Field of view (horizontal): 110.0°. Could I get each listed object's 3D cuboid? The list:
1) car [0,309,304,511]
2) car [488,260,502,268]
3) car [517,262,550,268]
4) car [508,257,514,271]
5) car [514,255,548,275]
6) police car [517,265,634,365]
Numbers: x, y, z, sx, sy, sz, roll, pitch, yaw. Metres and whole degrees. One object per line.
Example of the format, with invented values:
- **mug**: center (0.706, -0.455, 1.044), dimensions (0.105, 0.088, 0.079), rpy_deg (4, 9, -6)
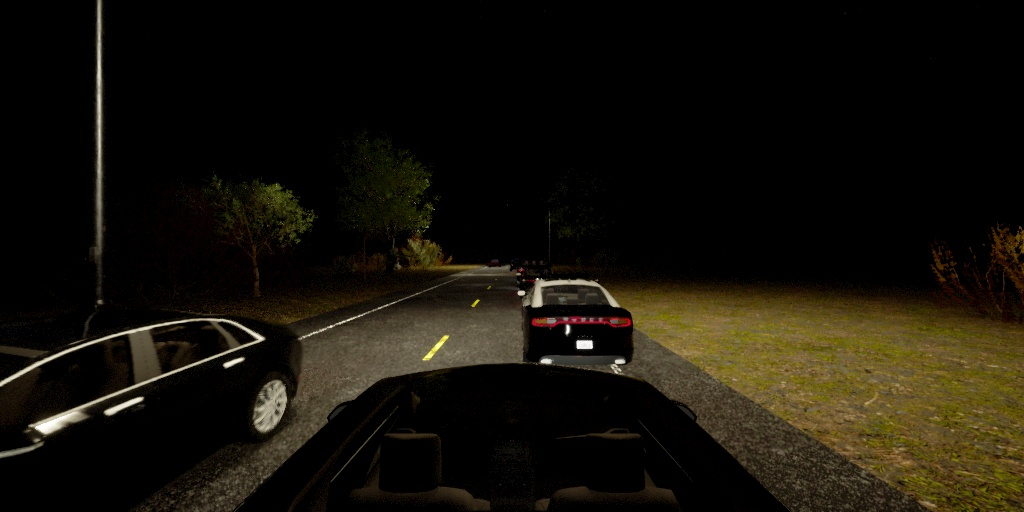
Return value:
- **car**: center (-3.566, 1.255, 2.563), dimensions (1.837, 1.490, 4.892), rpy_deg (0, 0, 1)
- **car**: center (-2.698, 1.253, 56.895), dimensions (1.994, 1.385, 4.181), rpy_deg (0, 0, 1)
- **car**: center (1.305, 1.250, 18.039), dimensions (1.837, 1.490, 4.892), rpy_deg (0, 0, 1)
- **car**: center (0.700, 1.233, 46.572), dimensions (1.812, 1.442, 4.674), rpy_deg (0, 0, 1)
- **car**: center (1.389, 0.963, 24.069), dimensions (2.150, 2.045, 5.566), rpy_deg (0, 0, 1)
- **police car**: center (1.164, 1.174, 8.151), dimensions (1.930, 1.638, 5.238), rpy_deg (0, 0, 1)
